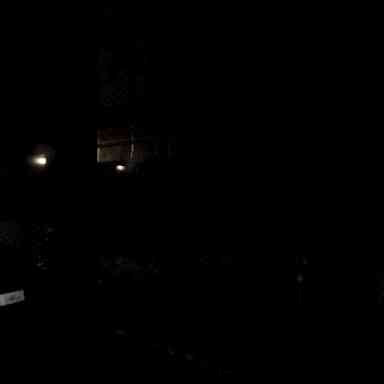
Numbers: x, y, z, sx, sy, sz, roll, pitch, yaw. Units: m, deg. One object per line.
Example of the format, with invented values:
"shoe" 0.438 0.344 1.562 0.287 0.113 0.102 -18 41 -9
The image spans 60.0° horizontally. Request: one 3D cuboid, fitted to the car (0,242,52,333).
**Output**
"car" -4.274 1.556 6.005 4.313 1.339 1.947 0 0 36
